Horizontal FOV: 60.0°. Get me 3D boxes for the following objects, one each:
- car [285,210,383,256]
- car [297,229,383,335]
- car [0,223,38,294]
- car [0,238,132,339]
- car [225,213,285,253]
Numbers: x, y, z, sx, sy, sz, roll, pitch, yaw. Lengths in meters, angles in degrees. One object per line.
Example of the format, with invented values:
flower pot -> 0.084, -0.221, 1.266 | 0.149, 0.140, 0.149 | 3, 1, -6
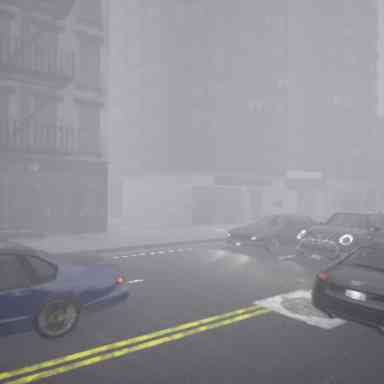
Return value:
car -> 5.711, 1.456, 11.697 | 4.553, 1.767, 2.097 | 1, 0, -35
car -> 4.234, 1.629, 6.457 | 4.181, 1.385, 1.994 | 1, 0, -35
car -> -5.910, 1.558, 7.442 | 4.181, 1.385, 1.994 | 1, 0, -35
car -> -3.653, 1.546, 5.065 | 5.357, 1.411, 2.033 | 1, 0, -35
car -> 3.976, 1.653, 14.448 | 5.357, 1.411, 2.033 | 1, 0, -35
